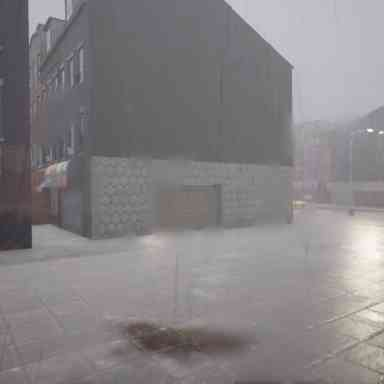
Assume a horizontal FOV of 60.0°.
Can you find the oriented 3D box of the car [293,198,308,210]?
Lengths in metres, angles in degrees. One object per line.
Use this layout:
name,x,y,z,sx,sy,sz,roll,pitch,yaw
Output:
car,10.669,1.233,37.570,1.882,1.535,5.008,-1,1,-35
